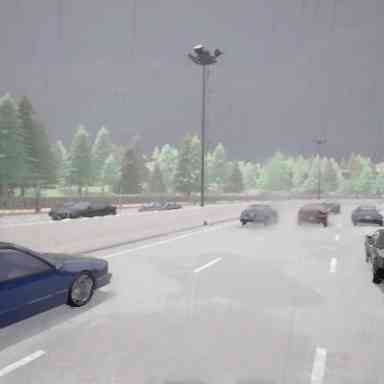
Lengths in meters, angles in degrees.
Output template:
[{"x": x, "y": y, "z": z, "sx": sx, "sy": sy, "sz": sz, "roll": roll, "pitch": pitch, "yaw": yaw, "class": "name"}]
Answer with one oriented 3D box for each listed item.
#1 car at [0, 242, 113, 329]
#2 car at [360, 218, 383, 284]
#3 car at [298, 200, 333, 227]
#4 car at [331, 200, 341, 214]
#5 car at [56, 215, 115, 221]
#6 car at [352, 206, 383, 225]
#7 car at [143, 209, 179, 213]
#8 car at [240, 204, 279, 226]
[{"x": -3.583, "y": 1.489, "z": 5.230, "sx": 2.033, "sy": 1.411, "sz": 5.357, "roll": 1, "pitch": 0, "yaw": 25, "class": "car"}, {"x": 5.976, "y": 1.678, "z": 9.316, "sx": 1.895, "sy": 1.301, "sz": 4.718, "roll": 1, "pitch": 0, "yaw": 25, "class": "car"}, {"x": 8.884, "y": 1.589, "z": 24.106, "sx": 1.882, "sy": 1.535, "sz": 5.008, "roll": 1, "pitch": 0, "yaw": 25, "class": "car"}, {"x": 16.196, "y": 1.702, "z": 38.754, "sx": 2.128, "sy": 1.511, "sz": 4.902, "roll": 1, "pitch": 0, "yaw": 30, "class": "car"}, {"x": -7.236, "y": 1.357, "z": 22.973, "sx": 1.882, "sy": 1.535, "sz": 5.008, "roll": 1, "pitch": 0, "yaw": 25, "class": "car"}, {"x": 13.208, "y": 1.738, "z": 25.142, "sx": 1.994, "sy": 1.385, "sz": 4.181, "roll": 1, "pitch": 0, "yaw": 25, "class": "car"}, {"x": -2.363, "y": 1.440, "z": 25.202, "sx": 2.128, "sy": 1.511, "sz": 4.902, "roll": 1, "pitch": 0, "yaw": 25, "class": "car"}, {"x": 4.934, "y": 1.602, "z": 23.879, "sx": 2.033, "sy": 1.411, "sz": 5.357, "roll": 1, "pitch": 0, "yaw": 25, "class": "car"}]
